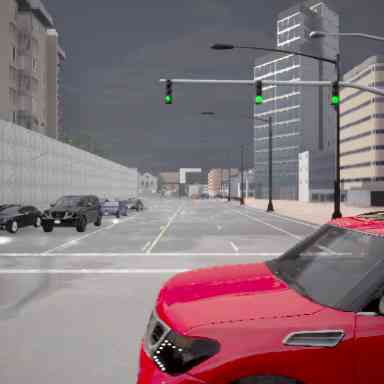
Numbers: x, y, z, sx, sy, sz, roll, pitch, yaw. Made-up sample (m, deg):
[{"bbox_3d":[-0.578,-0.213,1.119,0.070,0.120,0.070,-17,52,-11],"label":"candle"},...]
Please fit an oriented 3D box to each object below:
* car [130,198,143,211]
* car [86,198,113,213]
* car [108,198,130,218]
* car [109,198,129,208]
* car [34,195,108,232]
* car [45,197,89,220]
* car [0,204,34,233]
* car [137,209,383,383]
[{"bbox_3d":[-7.127,1.491,40.303,2.128,1.511,4.902,0,0,0],"label":"car"},{"bbox_3d":[-10.629,1.505,38.572,1.837,1.490,4.892,0,0,0],"label":"car"},{"bbox_3d":[-7.126,1.526,29.960,1.812,1.442,4.674,0,0,0],"label":"car"},{"bbox_3d":[-10.600,1.601,48.632,1.895,1.301,4.718,0,0,0],"label":"car"},{"bbox_3d":[-7.115,1.221,20.320,2.150,2.045,5.566,0,0,0],"label":"car"},{"bbox_3d":[-10.626,1.352,28.754,2.097,1.767,4.553,0,0,0],"label":"car"},{"bbox_3d":[-10.618,1.505,19.686,1.837,1.490,4.892,0,0,0],"label":"car"},{"bbox_3d":[2.264,1.237,3.413,5.566,2.045,2.150,0,0,0],"label":"car"}]
